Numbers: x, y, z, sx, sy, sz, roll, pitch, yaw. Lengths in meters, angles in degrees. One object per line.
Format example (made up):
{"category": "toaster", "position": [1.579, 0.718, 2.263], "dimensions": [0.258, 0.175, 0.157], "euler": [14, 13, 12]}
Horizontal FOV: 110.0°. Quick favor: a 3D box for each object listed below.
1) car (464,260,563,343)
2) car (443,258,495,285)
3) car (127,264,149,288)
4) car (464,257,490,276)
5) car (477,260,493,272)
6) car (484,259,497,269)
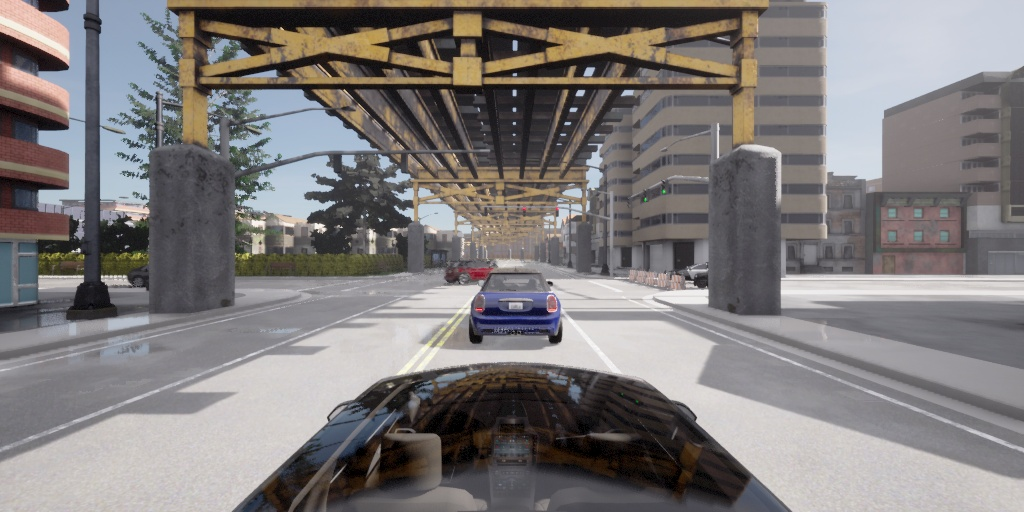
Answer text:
{"category": "car", "position": [0.100, 1.093, 9.843], "dimensions": [2.097, 1.767, 4.553], "euler": [0, 0, 1]}
{"category": "car", "position": [-2.514, 1.066, 25.630], "dimensions": [4.553, 1.767, 2.097], "euler": [0, 0, -36]}
{"category": "car", "position": [-21.090, 1.183, 22.481], "dimensions": [4.892, 1.490, 1.837], "euler": [0, 0, 0]}
{"category": "car", "position": [-3.503, 1.050, 36.789], "dimensions": [2.097, 1.767, 4.553], "euler": [0, 0, 1]}
{"category": "car", "position": [-3.451, 1.211, 46.497], "dimensions": [1.812, 1.442, 4.674], "euler": [0, 0, 0]}
{"category": "car", "position": [-3.382, 1.197, 57.465], "dimensions": [1.812, 1.442, 4.674], "euler": [0, 1, 1]}
